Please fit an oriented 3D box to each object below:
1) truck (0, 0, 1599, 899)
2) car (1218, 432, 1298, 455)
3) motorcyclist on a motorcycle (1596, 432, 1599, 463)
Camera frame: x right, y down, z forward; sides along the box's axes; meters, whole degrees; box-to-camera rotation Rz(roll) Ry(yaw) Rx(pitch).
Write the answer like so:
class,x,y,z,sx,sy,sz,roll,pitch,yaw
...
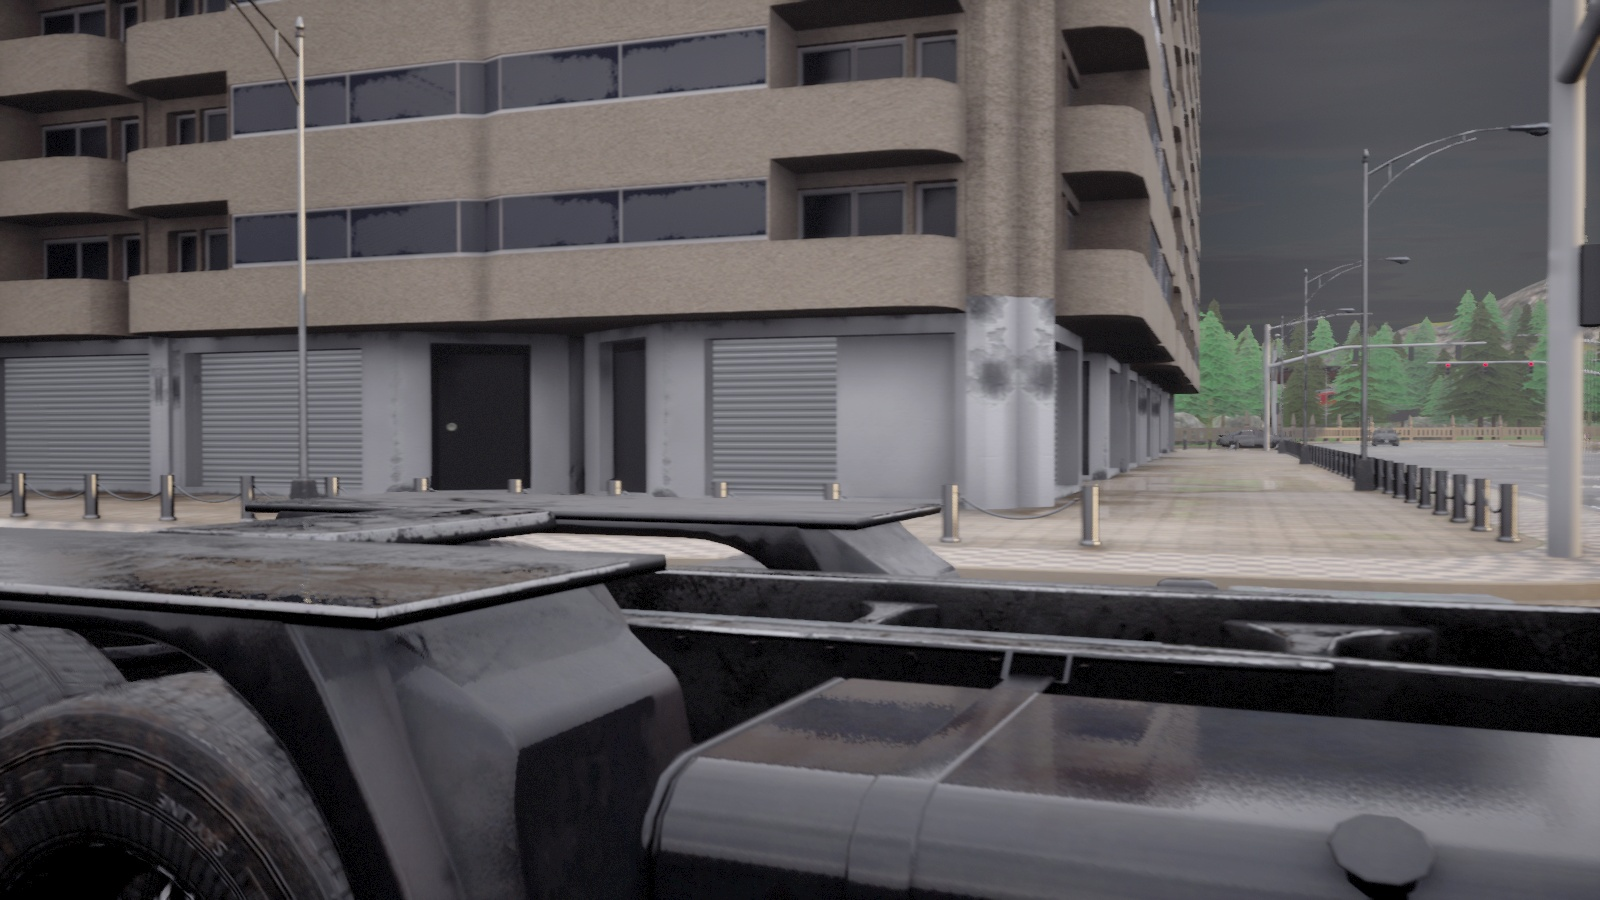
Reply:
class,x,y,z,sx,sy,sz,roll,pitch,yaw
truck,0.813,-0.197,2.649,7.936,3.462,2.891,1,1,23
car,30.235,-0.438,83.098,4.902,1.511,2.128,0,1,19
motorcyclist on a motorcycle,42.624,-0.143,66.045,0.766,1.649,2.350,1,1,19
